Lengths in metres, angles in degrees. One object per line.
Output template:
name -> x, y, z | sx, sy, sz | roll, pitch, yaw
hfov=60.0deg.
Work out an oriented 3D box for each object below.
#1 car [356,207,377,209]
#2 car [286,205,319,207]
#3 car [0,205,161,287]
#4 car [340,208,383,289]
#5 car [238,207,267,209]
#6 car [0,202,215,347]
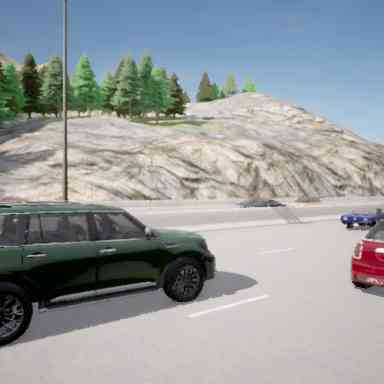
car -> 11.250, 1.597, 20.464 | 4.718, 1.301, 1.895 | 0, 0, -36
car -> 11.338, 1.347, 33.704 | 4.553, 1.767, 2.097 | 0, 0, -36
car -> -3.418, 1.352, 9.922 | 4.553, 1.767, 2.097 | 0, 0, -36
car -> 5.796, 1.350, 7.923 | 4.553, 1.767, 2.097 | 0, 0, -36
car -> 7.527, 1.500, 35.275 | 4.892, 1.490, 1.837 | 0, 0, -36
car -> -2.139, 1.220, 6.526 | 5.566, 2.045, 2.150 | 0, 0, -36
